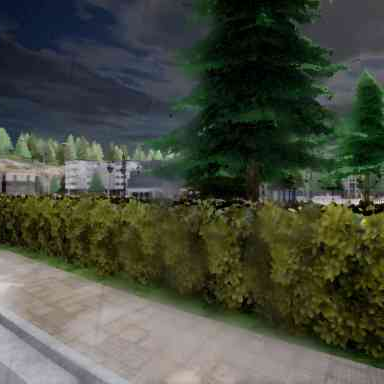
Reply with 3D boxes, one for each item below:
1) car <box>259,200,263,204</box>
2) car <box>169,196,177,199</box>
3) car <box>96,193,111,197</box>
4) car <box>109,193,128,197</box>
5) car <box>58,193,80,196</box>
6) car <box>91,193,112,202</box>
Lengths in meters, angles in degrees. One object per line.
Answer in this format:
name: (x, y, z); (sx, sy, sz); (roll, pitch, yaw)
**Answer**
car: (9.648, 1.352, 44.189); (2.097, 1.767, 4.553); (0, 0, 43)
car: (-3.307, 1.374, 56.039); (1.845, 1.501, 3.633); (0, 0, 43)
car: (-16.710, 1.097, 68.913); (1.932, 1.855, 4.605); (0, 0, 43)
car: (-10.572, 1.384, 52.698); (1.970, 1.475, 3.806); (0, 0, 43)
car: (-28.396, 1.154, 79.405); (2.152, 1.636, 5.027); (0, 0, 43)
car: (-19.104, 1.077, 70.610); (1.905, 1.878, 3.866); (0, 0, 43)
